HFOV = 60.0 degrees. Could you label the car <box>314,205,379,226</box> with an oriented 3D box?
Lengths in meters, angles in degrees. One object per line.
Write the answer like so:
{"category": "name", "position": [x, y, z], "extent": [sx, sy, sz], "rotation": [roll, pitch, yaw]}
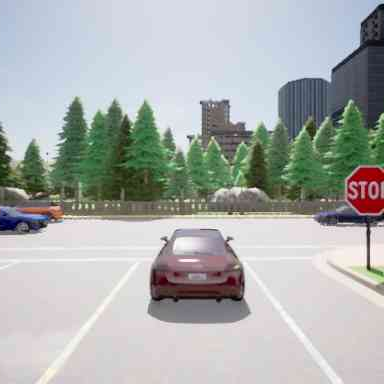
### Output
{"category": "car", "position": [11.249, 1.664, 24.019], "extent": [4.674, 1.442, 1.812], "rotation": [0, 0, -2]}

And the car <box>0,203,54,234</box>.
{"category": "car", "position": [-11.124, 1.597, 19.462], "extent": [5.008, 1.535, 1.882], "rotation": [0, 0, -2]}

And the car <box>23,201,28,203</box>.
{"category": "car", "position": [-14.485, 1.612, 23.034], "extent": [5.008, 1.535, 1.882], "rotation": [0, 0, -2]}

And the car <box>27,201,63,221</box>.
{"category": "car", "position": [-12.893, 1.501, 26.599], "extent": [4.553, 1.767, 2.097], "rotation": [0, 0, -2]}

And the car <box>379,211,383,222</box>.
{"category": "car", "position": [14.507, 1.650, 20.471], "extent": [4.674, 1.442, 1.812], "rotation": [0, 0, -2]}

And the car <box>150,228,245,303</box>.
{"category": "car", "position": [0.128, 1.600, 8.382], "extent": [1.994, 1.385, 4.181], "rotation": [0, 0, 1]}

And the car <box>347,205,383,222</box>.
{"category": "car", "position": [15.679, 1.755, 27.706], "extent": [4.718, 1.301, 1.895], "rotation": [0, 0, -2]}
